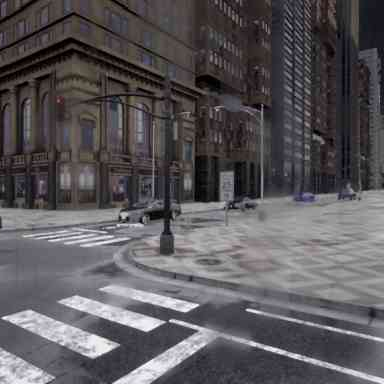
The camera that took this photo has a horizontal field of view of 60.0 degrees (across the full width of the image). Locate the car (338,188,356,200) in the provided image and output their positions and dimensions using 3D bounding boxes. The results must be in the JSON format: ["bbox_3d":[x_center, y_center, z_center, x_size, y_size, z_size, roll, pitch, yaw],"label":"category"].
[{"bbox_3d":[26.994,0.363,57.882,2.150,2.045,5.566,0,1,36],"label":"car"}]

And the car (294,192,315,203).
[{"bbox_3d":[16.431,0.788,48.486,1.882,1.535,5.008,0,1,36],"label":"car"}]

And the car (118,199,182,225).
[{"bbox_3d":[-2.667,1.239,21.928,2.128,1.511,4.902,0,1,36],"label":"car"}]

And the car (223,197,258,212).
[{"bbox_3d":[4.736,1.141,32.269,1.994,1.385,4.181,0,1,36],"label":"car"}]
